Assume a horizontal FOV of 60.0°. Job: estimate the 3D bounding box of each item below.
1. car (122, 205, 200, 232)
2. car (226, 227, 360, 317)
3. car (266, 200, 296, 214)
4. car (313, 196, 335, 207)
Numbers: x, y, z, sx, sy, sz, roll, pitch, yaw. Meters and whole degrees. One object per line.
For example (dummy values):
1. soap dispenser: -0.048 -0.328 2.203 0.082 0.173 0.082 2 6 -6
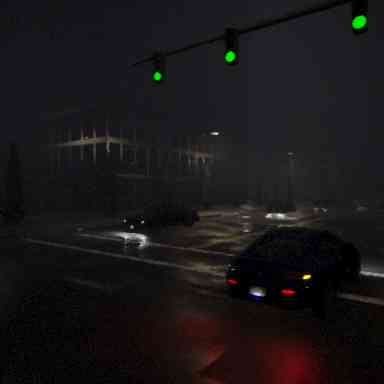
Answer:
1. car: -1.642 1.481 19.868 2.033 1.411 5.357 0 0 36
2. car: 2.463 1.516 7.504 1.812 1.442 4.674 0 0 36
3. car: 9.362 1.499 34.951 1.994 1.385 4.181 0 0 36
4. car: 19.307 1.282 48.432 2.033 1.411 5.357 0 0 36
